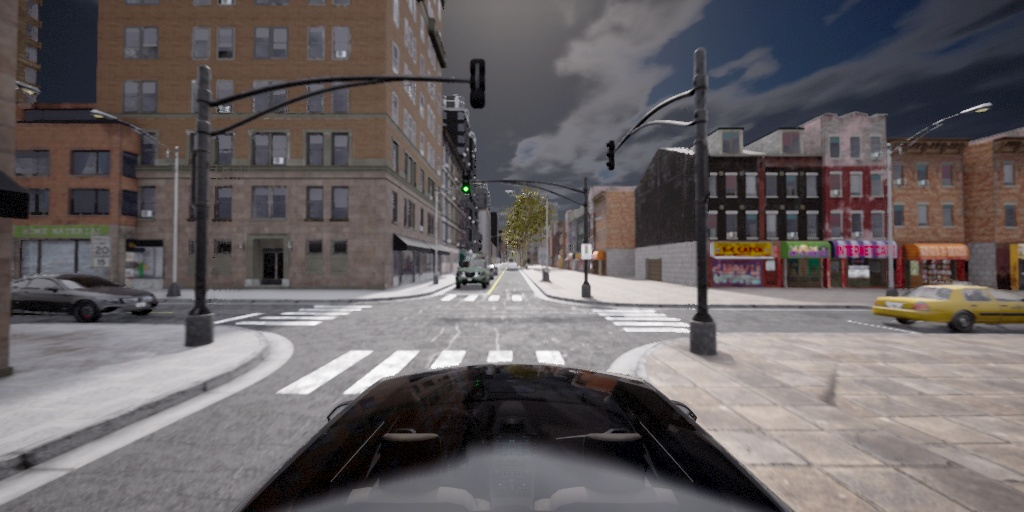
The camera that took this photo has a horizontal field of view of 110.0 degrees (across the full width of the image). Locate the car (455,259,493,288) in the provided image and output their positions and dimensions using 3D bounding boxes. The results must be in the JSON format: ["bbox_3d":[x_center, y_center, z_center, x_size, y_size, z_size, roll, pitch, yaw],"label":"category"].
[{"bbox_3d":[-2.858,1.273,27.035,2.150,2.045,5.566,0,-1,0],"label":"car"}]

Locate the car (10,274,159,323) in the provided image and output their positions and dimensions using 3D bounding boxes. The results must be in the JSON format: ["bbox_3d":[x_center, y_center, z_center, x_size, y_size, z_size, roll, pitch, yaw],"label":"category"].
[{"bbox_3d":[-14.413,1.319,11.684,4.674,1.442,1.812,0,-1,0],"label":"car"}]

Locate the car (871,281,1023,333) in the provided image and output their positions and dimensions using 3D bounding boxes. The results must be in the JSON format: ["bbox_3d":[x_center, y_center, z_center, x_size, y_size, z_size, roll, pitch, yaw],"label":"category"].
[{"bbox_3d":[13.881,1.460,10.850,4.829,1.417,1.751,0,0,0],"label":"car"}]

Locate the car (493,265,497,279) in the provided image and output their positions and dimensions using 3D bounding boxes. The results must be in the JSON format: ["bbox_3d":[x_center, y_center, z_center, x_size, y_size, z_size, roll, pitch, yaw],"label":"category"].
[{"bbox_3d":[-2.870,1.734,36.945,1.994,1.385,4.181,0,-1,0],"label":"car"}]
